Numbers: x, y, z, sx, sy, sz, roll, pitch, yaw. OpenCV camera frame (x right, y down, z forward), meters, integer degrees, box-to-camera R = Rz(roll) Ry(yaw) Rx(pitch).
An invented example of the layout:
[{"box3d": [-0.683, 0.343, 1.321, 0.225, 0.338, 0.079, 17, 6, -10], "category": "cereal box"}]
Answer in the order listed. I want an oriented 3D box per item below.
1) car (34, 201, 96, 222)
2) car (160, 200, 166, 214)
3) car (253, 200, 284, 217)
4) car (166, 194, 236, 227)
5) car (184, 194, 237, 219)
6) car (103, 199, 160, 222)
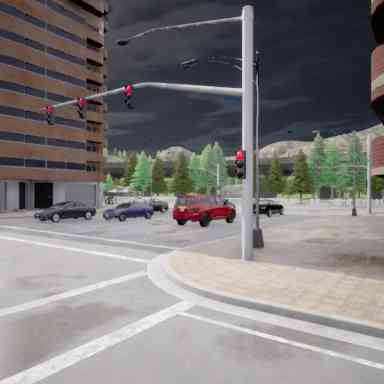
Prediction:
[{"box3d": [-9.907, 1.505, 26.288, 1.837, 1.490, 4.892, 0, 0, 36], "category": "car"}, {"box3d": [-4.426, 1.491, 33.830, 2.128, 1.511, 4.902, 0, 0, 36], "category": "car"}, {"box3d": [7.158, 1.478, 31.701, 1.882, 1.535, 5.008, 0, 0, 36], "category": "car"}, {"box3d": [0.966, 1.221, 23.092, 2.150, 2.045, 5.566, 0, 0, 36], "category": "car"}, {"box3d": [1.858, 1.221, 30.321, 2.150, 2.045, 5.566, 0, 0, 36], "category": "car"}, {"box3d": [-5.048, 1.526, 27.030, 1.812, 1.442, 4.674, 0, 0, 36], "category": "car"}]
